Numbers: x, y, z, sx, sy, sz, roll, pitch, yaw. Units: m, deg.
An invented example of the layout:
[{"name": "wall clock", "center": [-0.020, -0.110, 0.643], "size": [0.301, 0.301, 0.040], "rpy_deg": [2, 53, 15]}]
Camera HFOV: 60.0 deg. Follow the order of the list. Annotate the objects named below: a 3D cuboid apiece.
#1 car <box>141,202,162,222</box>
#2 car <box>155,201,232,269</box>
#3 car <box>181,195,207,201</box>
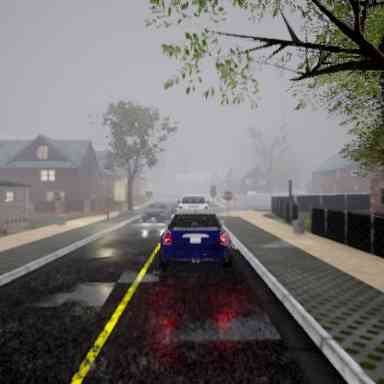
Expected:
[{"name": "car", "center": [-2.764, 1.538, 26.476], "size": [2.033, 1.411, 5.357], "rpy_deg": [0, 0, 0]}, {"name": "car", "center": [0.102, 1.351, 11.349], "size": [2.097, 1.767, 4.553], "rpy_deg": [0, 0, 0]}, {"name": "car", "center": [0.104, 1.212, 24.035], "size": [2.150, 2.045, 5.566], "rpy_deg": [0, 0, 0]}]
